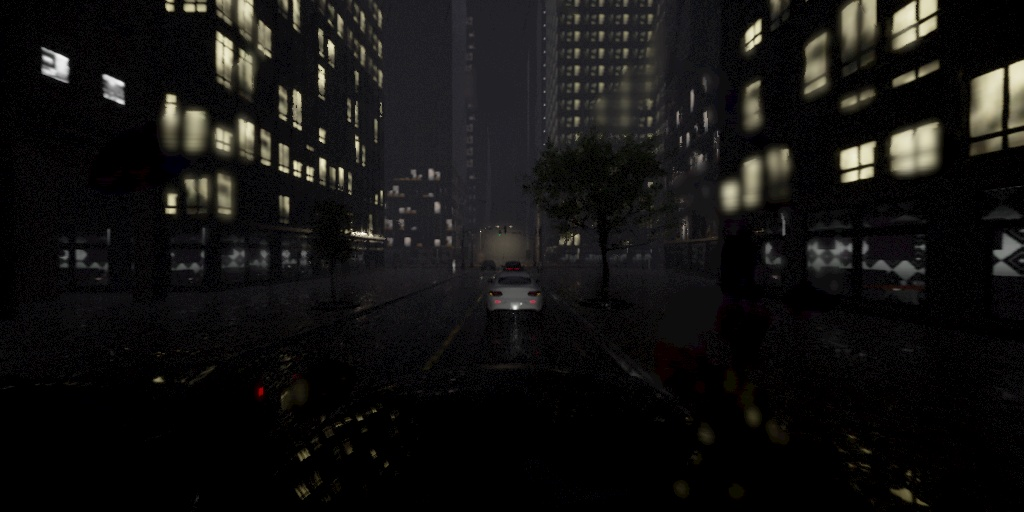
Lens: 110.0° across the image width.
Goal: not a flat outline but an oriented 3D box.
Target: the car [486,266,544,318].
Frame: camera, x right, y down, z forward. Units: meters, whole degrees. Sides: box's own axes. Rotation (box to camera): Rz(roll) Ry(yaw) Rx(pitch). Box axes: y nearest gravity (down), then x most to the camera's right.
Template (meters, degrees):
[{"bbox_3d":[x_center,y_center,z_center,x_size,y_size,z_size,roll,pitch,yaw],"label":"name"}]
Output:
[{"bbox_3d":[0.086,1.265,12.873,1.812,1.442,4.674,0,0,0],"label":"car"}]

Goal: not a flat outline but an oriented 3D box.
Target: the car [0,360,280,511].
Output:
[{"bbox_3d":[-3.101,1.299,0.976,2.033,1.411,5.357,0,0,0],"label":"car"}]

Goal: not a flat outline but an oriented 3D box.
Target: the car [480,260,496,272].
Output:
[{"bbox_3d":[-3.007,1.257,46.709,1.812,1.442,4.674,0,0,0],"label":"car"}]

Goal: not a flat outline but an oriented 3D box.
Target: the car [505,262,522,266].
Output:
[{"bbox_3d":[0.096,1.233,31.923,1.837,1.490,4.892,0,0,0],"label":"car"}]
